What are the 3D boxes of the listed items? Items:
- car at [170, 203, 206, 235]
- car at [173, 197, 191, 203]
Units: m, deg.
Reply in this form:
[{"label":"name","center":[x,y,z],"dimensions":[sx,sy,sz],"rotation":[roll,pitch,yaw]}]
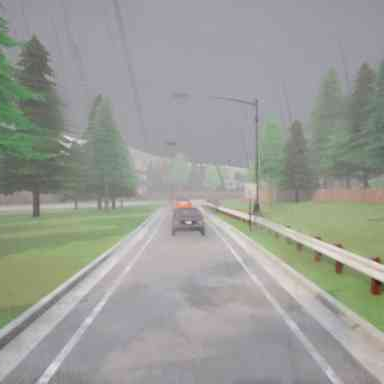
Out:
[{"label":"car","center":[-0.249,1.572,19.020],"dimensions":[2.033,1.411,5.357],"rotation":[0,0,-2]},{"label":"car","center":[-1.156,1.406,39.809],"dimensions":[2.097,1.767,4.553],"rotation":[0,0,-3]}]
